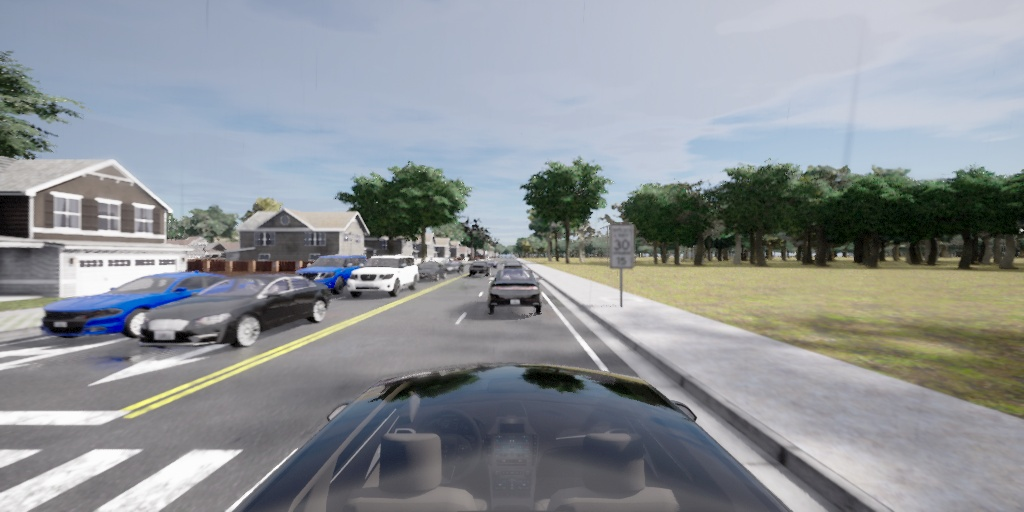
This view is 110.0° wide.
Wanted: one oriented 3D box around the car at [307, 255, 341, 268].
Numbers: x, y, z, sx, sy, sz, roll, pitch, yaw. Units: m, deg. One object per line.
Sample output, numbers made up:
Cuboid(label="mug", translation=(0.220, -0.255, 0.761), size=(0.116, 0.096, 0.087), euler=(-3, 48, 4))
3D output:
Cuboid(label="car", translation=(-9.837, 0.964, 20.147), size=(2.150, 2.045, 5.566), euler=(0, 0, 0))

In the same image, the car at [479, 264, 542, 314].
Cuboid(label="car", translation=(0.101, 1.237, 13.778), size=(2.128, 1.511, 4.902), euler=(0, 0, 0))

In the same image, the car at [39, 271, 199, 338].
Cuboid(label="car", translation=(-9.835, 1.225, 10.342), size=(1.882, 1.535, 5.008), euler=(0, 0, 1))

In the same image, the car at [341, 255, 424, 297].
Cuboid(label="car", translation=(-6.594, 0.964, 19.112), size=(2.150, 2.045, 5.566), euler=(0, 0, 0))

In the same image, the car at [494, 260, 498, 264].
Cuboid(label="car", translation=(-3.153, 1.325, 55.374), size=(1.895, 1.301, 4.718), euler=(0, 0, 0))

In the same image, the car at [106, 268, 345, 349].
Cuboid(label="car", translation=(-6.599, 1.239, 9.257), size=(2.128, 1.511, 4.902), euler=(0, 0, 0))

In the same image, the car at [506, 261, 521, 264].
Cuboid(label="car", translation=(0.103, 1.212, 35.785), size=(1.882, 1.535, 5.008), euler=(0, 0, 0))

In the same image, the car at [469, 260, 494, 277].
Cuboid(label="car", translation=(-3.146, 1.239, 35.666), size=(1.837, 1.490, 4.892), euler=(0, 0, 0))

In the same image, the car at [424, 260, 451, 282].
Cuboid(label="car", translation=(-6.550, 1.243, 28.978), size=(1.837, 1.490, 4.892), euler=(0, 0, 1))

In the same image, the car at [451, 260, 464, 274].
Cuboid(label="car", translation=(-6.535, 1.223, 40.495), size=(2.128, 1.511, 4.902), euler=(0, 0, 0))
